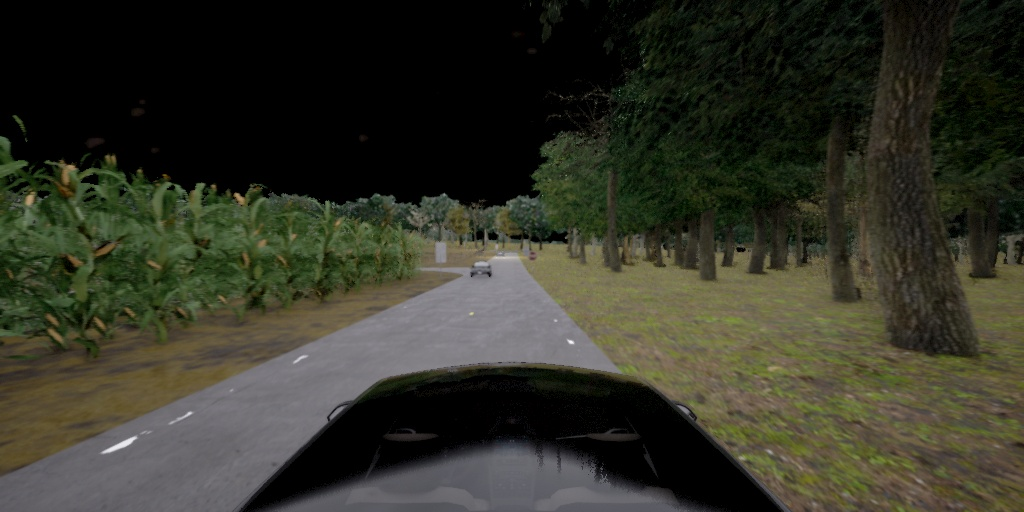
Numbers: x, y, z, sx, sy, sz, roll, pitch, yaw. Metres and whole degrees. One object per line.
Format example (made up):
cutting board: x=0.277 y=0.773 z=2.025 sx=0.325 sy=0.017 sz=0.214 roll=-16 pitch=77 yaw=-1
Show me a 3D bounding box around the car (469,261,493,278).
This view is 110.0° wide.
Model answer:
car: x=-2.807 y=1.202 z=33.674 sx=1.812 sy=1.442 sz=4.674 roll=0 pitch=0 yaw=0
